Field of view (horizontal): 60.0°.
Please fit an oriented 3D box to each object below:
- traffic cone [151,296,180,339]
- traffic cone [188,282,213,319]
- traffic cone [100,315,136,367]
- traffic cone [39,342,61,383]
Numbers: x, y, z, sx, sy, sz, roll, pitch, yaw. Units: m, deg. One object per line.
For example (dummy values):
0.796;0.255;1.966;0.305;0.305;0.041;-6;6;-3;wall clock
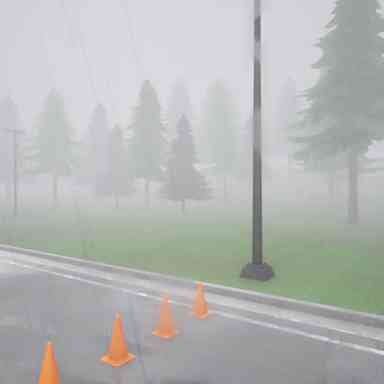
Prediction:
-0.419;1.955;5.299;0.340;0.580;0.340;0;0;35;traffic cone
0.159;1.955;6.116;0.340;0.580;0.340;0;0;35;traffic cone
-0.996;1.955;4.482;0.340;0.580;0.340;0;0;35;traffic cone
-1.573;1.955;3.666;0.340;0.580;0.340;0;0;35;traffic cone
